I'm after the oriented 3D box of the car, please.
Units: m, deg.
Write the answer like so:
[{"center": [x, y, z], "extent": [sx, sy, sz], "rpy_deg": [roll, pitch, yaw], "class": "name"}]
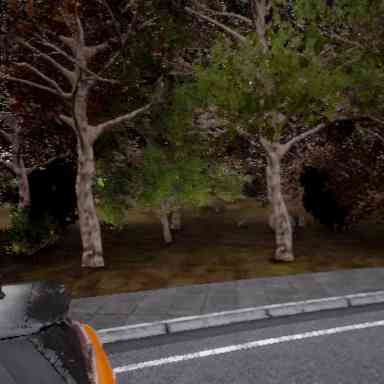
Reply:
[{"center": [-2.533, 1.434, 1.576], "extent": [4.553, 1.767, 2.097], "rpy_deg": [0, -2, -23], "class": "car"}]
